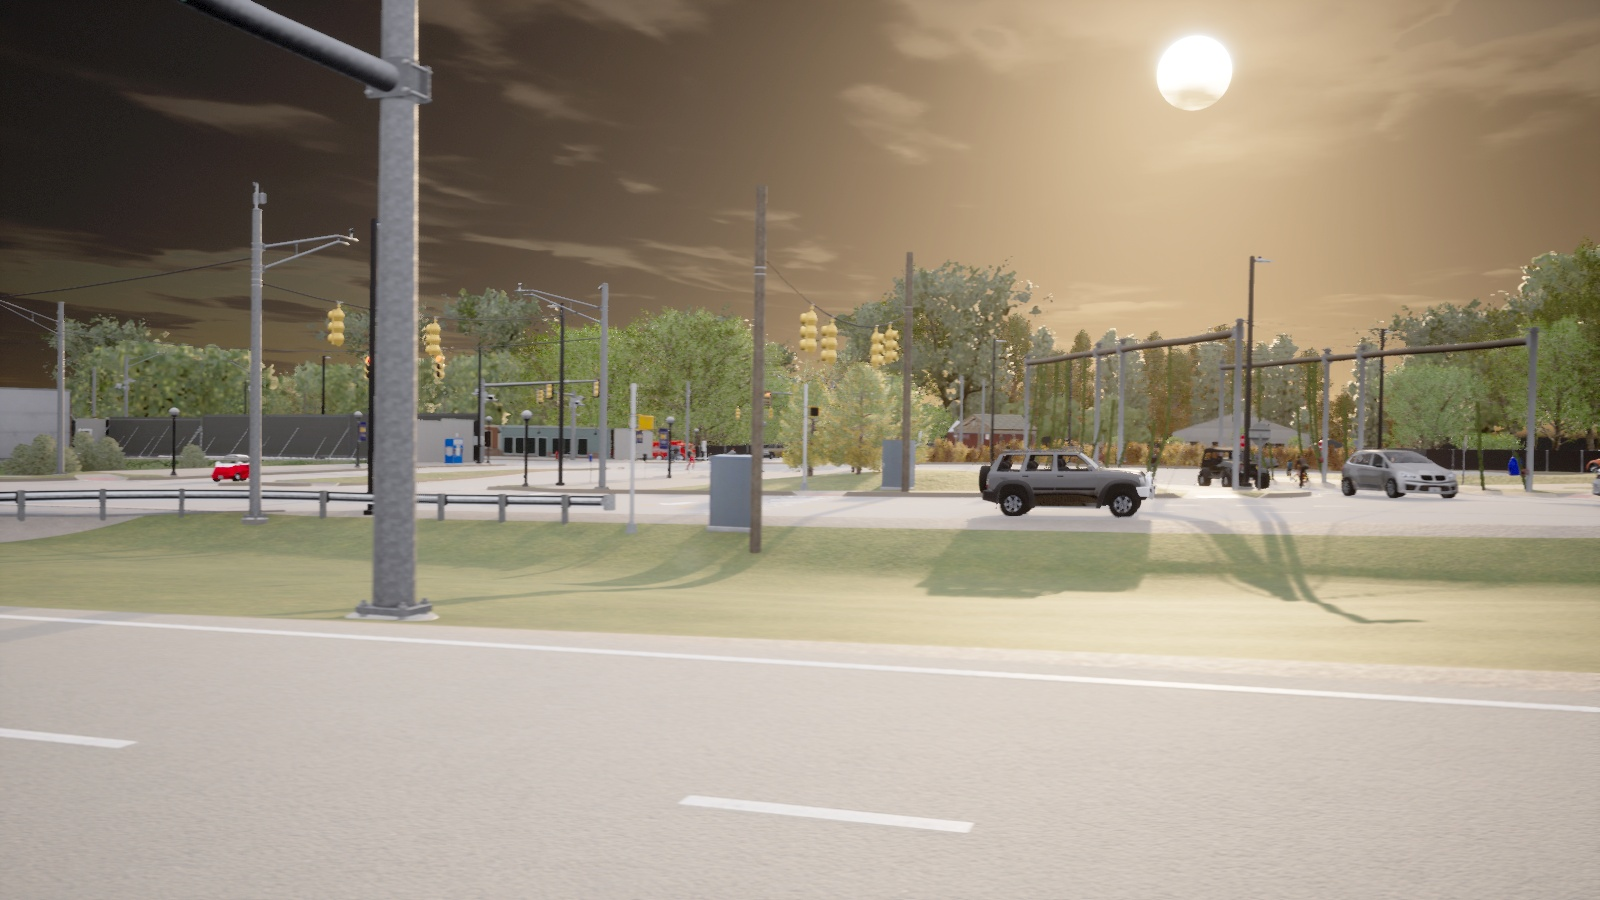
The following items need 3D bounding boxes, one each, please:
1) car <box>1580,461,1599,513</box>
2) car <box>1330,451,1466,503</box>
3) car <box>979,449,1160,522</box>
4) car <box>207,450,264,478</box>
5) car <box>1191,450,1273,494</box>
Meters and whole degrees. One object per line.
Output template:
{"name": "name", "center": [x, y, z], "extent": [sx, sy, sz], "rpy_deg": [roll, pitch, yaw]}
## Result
{"name": "car", "center": [23.997, 1.040, 33.892], "extent": [1.812, 1.442, 4.674], "rpy_deg": [-1, 1, -33]}
{"name": "car", "center": [20.752, 0.907, 43.814], "extent": [2.242, 1.667, 4.611], "rpy_deg": [1, 0, -5]}
{"name": "car", "center": [7.278, 0.905, 33.855], "extent": [4.605, 1.855, 1.932], "rpy_deg": [0, 1, 18]}
{"name": "car", "center": [-28.321, 0.689, 63.024], "extent": [1.481, 1.376, 2.207], "rpy_deg": [0, 1, 18]}
{"name": "car", "center": [19.385, 0.956, 56.491], "extent": [1.905, 1.878, 3.866], "rpy_deg": [1, 0, -8]}
